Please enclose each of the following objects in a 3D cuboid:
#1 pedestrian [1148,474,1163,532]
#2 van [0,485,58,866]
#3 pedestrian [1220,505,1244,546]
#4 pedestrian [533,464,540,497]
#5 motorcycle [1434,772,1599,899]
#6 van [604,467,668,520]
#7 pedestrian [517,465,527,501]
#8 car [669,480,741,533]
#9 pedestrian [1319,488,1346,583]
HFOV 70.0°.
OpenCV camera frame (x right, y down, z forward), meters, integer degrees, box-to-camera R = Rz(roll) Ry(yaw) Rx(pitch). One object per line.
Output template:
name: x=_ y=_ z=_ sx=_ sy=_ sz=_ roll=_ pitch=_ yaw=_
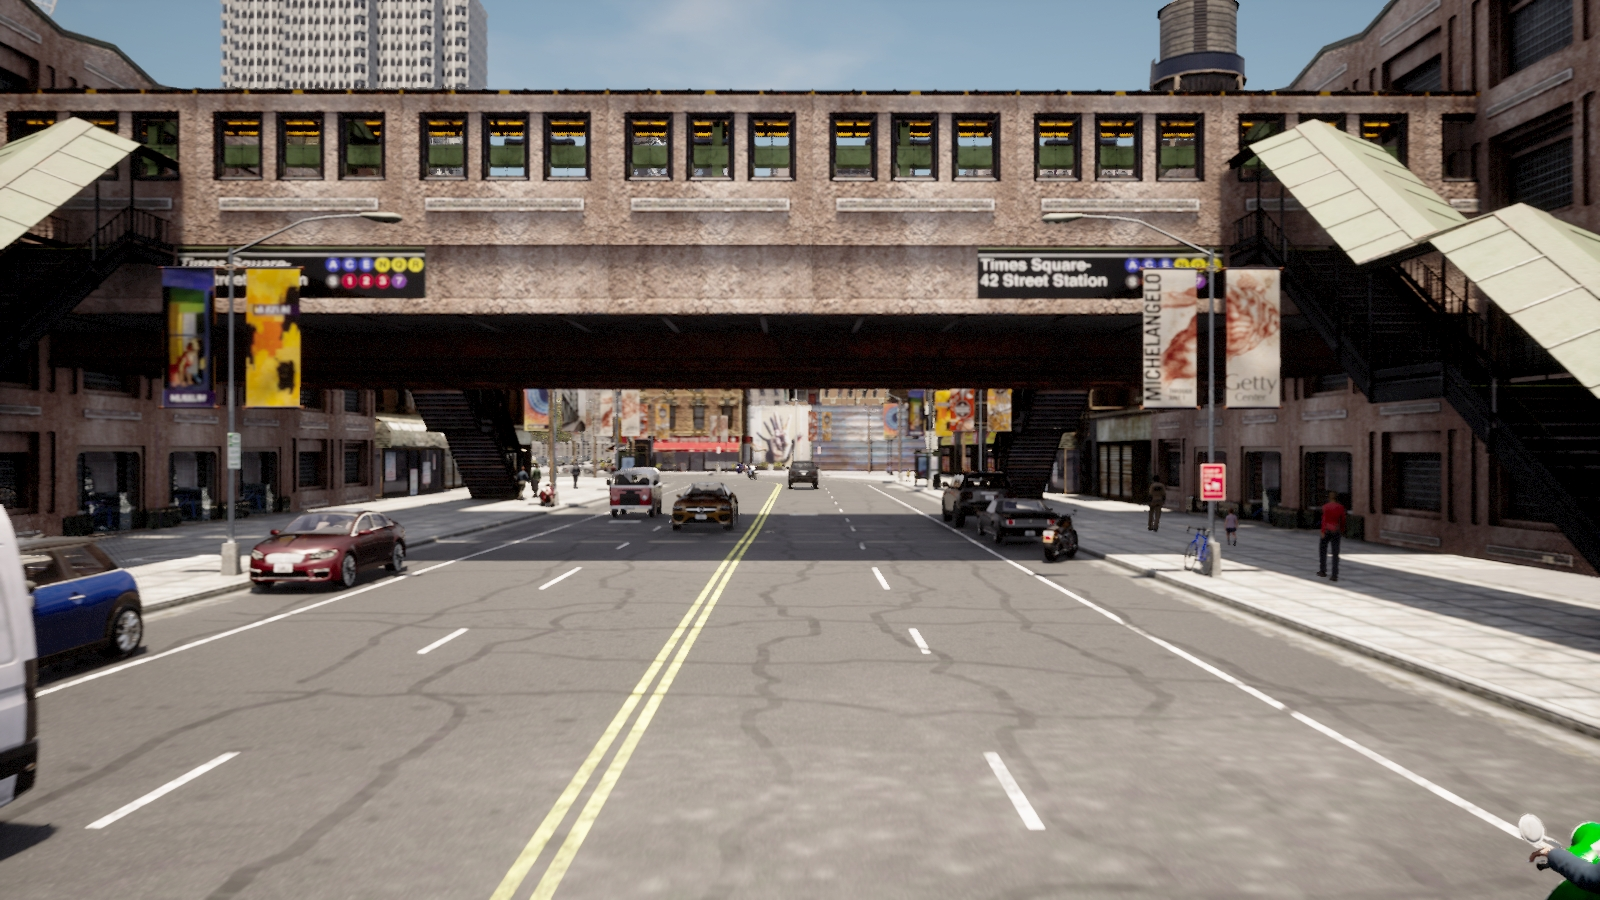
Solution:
pedestrian: x=11.387 y=1.696 z=36.605 sx=0.375 sy=1.860 sz=0.375 roll=0 pitch=0 yaw=5
van: x=-6.613 y=1.535 z=5.408 sx=1.988 sy=2.561 sz=5.915 roll=0 pitch=0 yaw=5
pedestrian: x=11.955 y=2.076 z=31.621 sx=0.500 sy=1.100 sz=0.500 roll=0 pitch=0 yaw=8
pedestrian: x=-14.699 y=1.696 z=63.684 sx=0.375 sy=1.860 sz=0.375 roll=0 pitch=0 yaw=-13
motorcycle: x=3.503 y=2.182 z=4.643 sx=0.856 sy=1.236 sz=1.805 roll=0 pitch=0 yaw=0
van: x=-6.847 y=1.783 z=48.119 sx=2.069 sy=2.038 sz=4.480 roll=0 pitch=0 yaw=0
pedestrian: x=-14.464 y=1.696 z=59.430 sx=0.375 sy=1.860 sz=0.375 roll=0 pitch=0 yaw=7
car: x=-3.368 y=1.992 z=41.507 sx=2.152 sy=1.651 sz=5.027 roll=0 pitch=0 yaw=0
pedestrian: x=10.628 y=1.696 z=22.811 sx=0.375 sy=1.860 sz=0.375 roll=0 pitch=0 yaw=5
